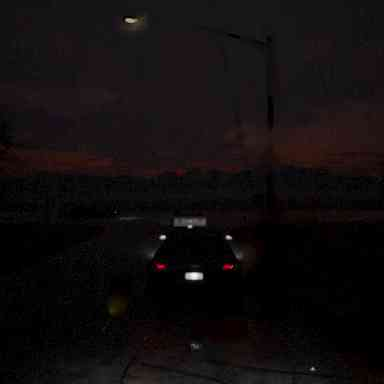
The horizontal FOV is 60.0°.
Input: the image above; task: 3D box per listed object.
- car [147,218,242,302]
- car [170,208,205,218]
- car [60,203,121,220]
[{"bbox_3d":[0.088,1.583,8.356,1.994,1.385,4.181,0,0,1],"label":"car"},{"bbox_3d":[-0.370,1.649,20.714,1.895,1.301,4.718,0,0,-7],"label":"car"},{"bbox_3d":[-9.398,1.764,30.881,5.357,1.411,2.033,0,2,2],"label":"car"}]
